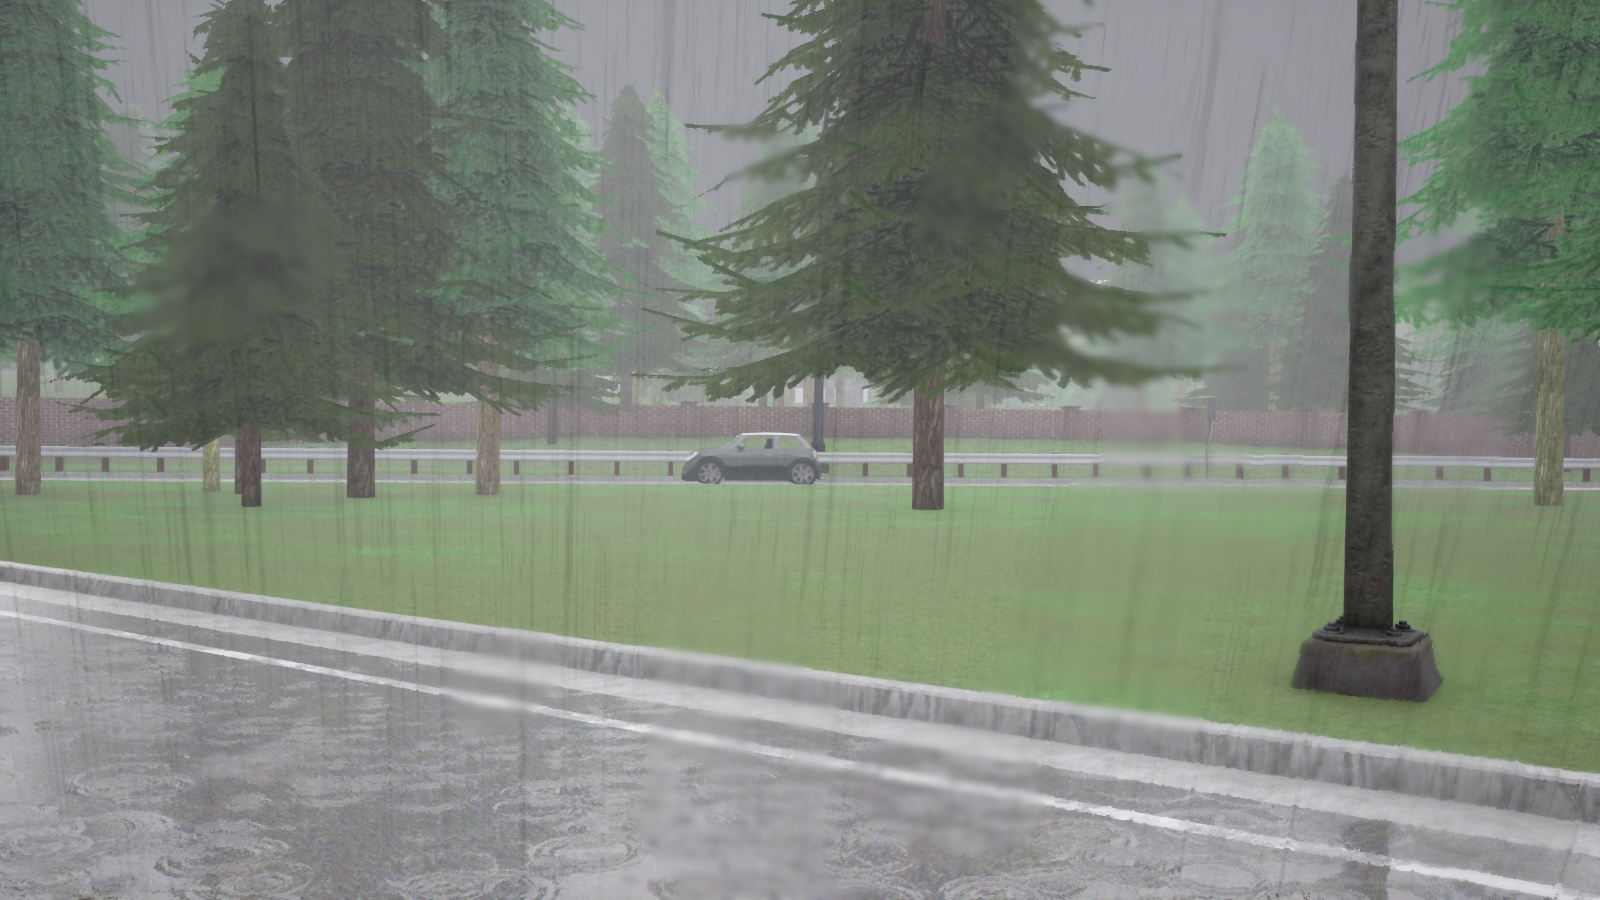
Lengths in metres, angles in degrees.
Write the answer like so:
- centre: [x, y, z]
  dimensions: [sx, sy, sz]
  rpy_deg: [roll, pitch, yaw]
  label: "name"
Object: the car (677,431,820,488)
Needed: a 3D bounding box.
- centre: [-1.445, 0.237, 34.588]
  dimensions: [3.806, 1.475, 1.970]
  rpy_deg: [-1, 1, -5]
  label: "car"
